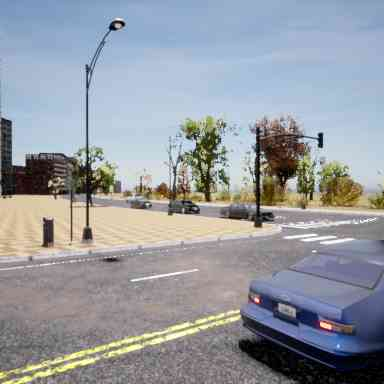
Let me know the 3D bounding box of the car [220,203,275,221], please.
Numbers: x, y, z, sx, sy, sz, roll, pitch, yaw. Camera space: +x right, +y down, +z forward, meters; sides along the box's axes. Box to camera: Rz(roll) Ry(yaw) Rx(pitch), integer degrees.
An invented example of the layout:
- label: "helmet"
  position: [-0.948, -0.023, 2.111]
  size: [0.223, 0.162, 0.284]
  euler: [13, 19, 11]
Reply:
- label: "car"
  position: [4.483, 1.604, 28.025]
  size: [2.033, 1.411, 5.357]
  euler: [0, 0, -31]

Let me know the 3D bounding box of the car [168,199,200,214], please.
- label: "car"
  position: [-0.931, 1.586, 36.819]
  size: [1.837, 1.490, 4.892]
  euler: [0, 0, -32]

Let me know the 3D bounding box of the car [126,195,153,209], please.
- label: "car"
  position: [-7.210, 1.598, 47.171]
  size: [2.128, 1.511, 4.902]
  euler: [0, 0, -31]

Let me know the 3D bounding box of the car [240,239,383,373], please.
- label: "car"
  position: [3.283, 1.547, 5.640]
  size: [5.357, 1.411, 2.033]
  euler: [0, 0, -34]
